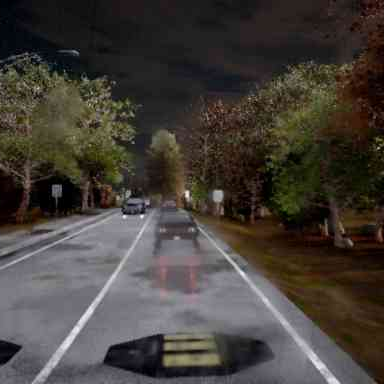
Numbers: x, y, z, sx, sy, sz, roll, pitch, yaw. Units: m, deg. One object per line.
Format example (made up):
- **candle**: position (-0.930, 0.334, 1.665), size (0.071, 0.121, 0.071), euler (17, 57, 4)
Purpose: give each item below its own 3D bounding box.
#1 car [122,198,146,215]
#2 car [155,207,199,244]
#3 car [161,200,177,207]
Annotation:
- **car**: position (-6.007, 1.392, 34.766), size (2.097, 1.767, 4.553), euler (0, 0, -5)
- **car**: position (-0.790, 1.631, 16.077), size (1.895, 1.301, 4.718), euler (0, 0, -4)
- **car**: position (-2.780, 1.628, 40.647), size (2.033, 1.411, 5.357), euler (0, -1, -4)
